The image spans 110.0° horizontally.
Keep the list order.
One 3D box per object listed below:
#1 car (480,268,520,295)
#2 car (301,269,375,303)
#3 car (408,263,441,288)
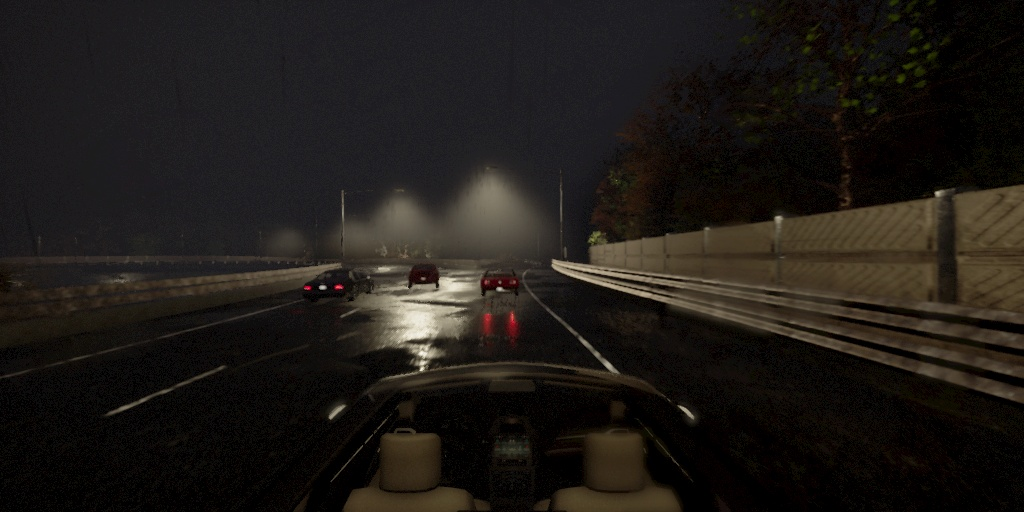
[{"bbox_3d":[-0.644,1.268,19.150,1.895,1.301,4.718,-1,0,-2],"label":"car"},{"bbox_3d":[-8.075,1.328,17.118,2.033,1.411,5.357,-1,0,-8],"label":"car"},{"bbox_3d":[-5.730,1.191,23.712,1.882,1.535,5.008,-1,0,-11],"label":"car"}]
